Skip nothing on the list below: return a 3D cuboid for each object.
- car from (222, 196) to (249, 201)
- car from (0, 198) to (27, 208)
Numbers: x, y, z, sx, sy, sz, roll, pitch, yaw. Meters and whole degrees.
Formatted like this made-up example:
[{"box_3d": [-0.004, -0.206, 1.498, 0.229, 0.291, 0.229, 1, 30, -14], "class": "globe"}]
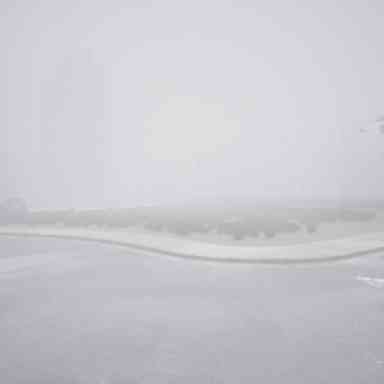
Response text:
[{"box_3d": [7.097, 1.291, 54.468, 2.033, 1.411, 5.357, 0, 0, -35], "class": "car"}, {"box_3d": [-18.602, 1.447, 34.593, 2.242, 1.667, 4.611, 0, 0, -36], "class": "car"}]
